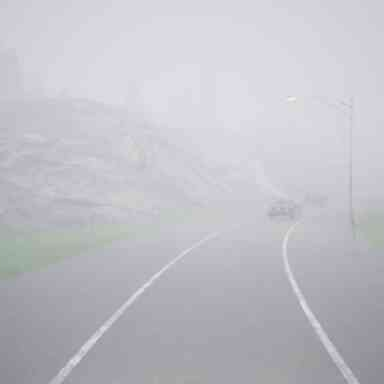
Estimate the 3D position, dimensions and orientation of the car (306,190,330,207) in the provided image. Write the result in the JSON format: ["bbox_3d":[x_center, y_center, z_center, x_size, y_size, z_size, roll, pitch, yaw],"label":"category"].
[{"bbox_3d":[13.991,0.587,37.293,2.097,1.767,4.553,0,3,34],"label":"car"}]

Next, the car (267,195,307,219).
[{"bbox_3d":[7.281,1.237,25.861,2.033,1.411,5.357,0,2,27],"label":"car"}]
